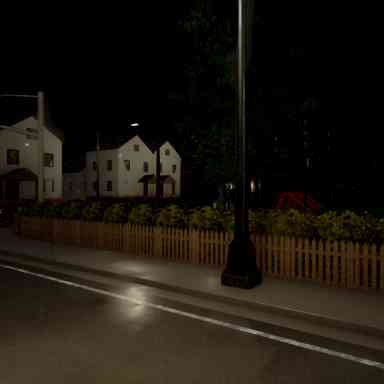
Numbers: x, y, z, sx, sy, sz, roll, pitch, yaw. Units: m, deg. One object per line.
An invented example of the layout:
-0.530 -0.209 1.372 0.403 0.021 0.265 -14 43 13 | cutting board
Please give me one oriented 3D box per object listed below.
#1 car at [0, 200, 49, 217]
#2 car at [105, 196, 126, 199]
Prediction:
-15.048 1.491 30.648 2.128 1.511 4.902 0 0 35 | car
-9.400 1.352 38.817 2.097 1.767 4.553 0 0 35 | car
